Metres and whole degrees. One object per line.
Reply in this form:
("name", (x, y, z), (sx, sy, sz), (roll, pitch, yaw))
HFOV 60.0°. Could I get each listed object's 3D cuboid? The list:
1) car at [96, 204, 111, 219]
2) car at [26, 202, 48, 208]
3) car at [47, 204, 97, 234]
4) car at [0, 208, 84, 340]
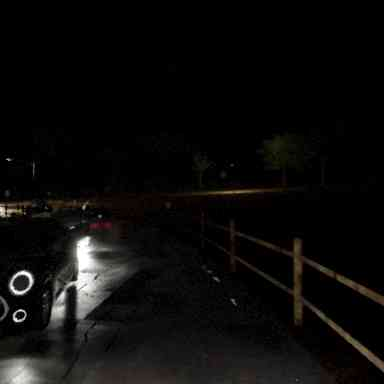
("car", (-8.649, 1.709, 28.875), (1.895, 1.301, 4.718), (-1, 0, -32))
("car", (-18.796, 1.895, 40.829), (4.181, 1.385, 1.994), (-1, 0, 43))
("car", (-7.021, 1.570, 19.218), (2.128, 1.511, 4.902), (-1, 0, -22))
("car", (-3.663, 1.374, 6.698), (2.097, 1.767, 4.553), (0, 0, -10))
